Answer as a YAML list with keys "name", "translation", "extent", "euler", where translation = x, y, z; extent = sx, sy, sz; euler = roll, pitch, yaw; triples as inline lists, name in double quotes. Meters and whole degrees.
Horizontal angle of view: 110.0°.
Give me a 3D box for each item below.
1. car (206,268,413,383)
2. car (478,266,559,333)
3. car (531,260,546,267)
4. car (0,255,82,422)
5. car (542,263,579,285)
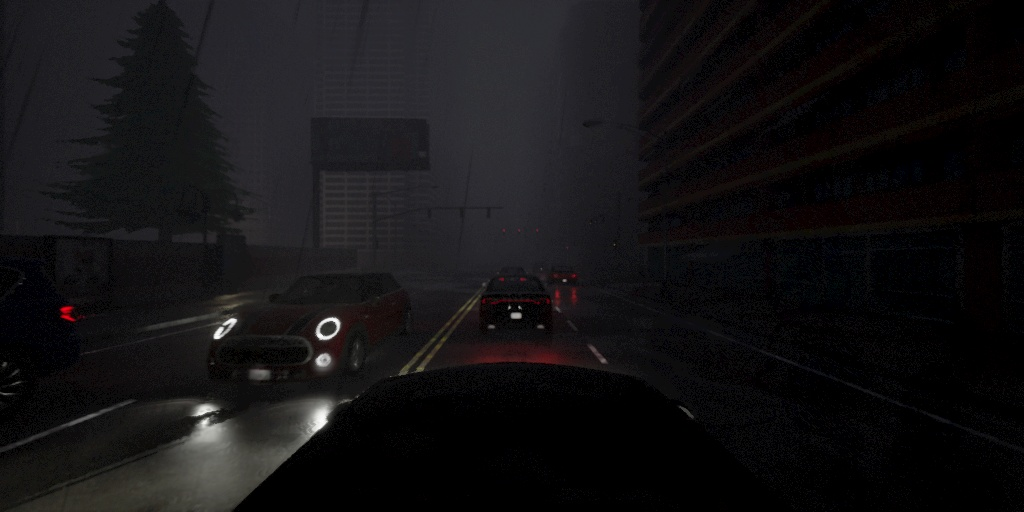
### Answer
- name: "car"
  translation: [-3.600, 1.106, 7.363]
  extent: [2.097, 1.767, 4.553]
  euler: [0, 0, 0]
- name: "car"
  translation: [0.088, 1.235, 10.824]
  extent: [1.882, 1.535, 5.008]
  euler: [0, 0, 0]
- name: "car"
  translation: [3.537, 1.291, 45.600]
  extent: [1.837, 1.490, 4.892]
  euler: [0, 0, 0]
- name: "car"
  translation: [-7.101, 0.975, 2.613]
  extent: [2.150, 2.045, 5.566]
  euler: [0, 0, 0]
- name: "car"
  translation: [3.549, 1.370, 26.300]
  extent: [1.895, 1.301, 4.718]
  euler: [0, 0, 0]
